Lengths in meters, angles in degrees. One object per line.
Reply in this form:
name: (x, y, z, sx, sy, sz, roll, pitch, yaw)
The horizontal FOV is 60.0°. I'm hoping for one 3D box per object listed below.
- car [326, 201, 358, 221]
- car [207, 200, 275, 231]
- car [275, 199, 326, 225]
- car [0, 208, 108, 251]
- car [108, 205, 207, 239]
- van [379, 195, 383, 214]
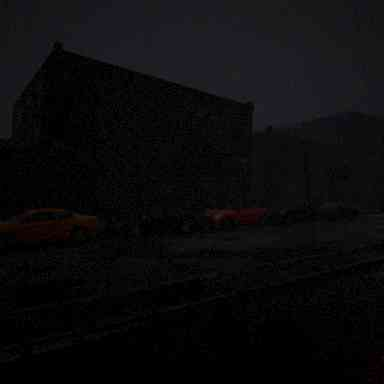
car: (11.606, 1.481, 26.928, 4.674, 1.452, 2.002, 0, 0, -36)
car: (2.550, 1.320, 20.429, 4.553, 1.767, 2.185, 0, 0, -36)
car: (7.039, 1.318, 23.650, 4.553, 1.767, 2.185, 0, 0, -36)
car: (-6.450, 1.450, 13.972, 5.008, 1.535, 2.097, 0, 0, -36)
car: (-1.960, 1.449, 17.194, 4.892, 1.521, 2.231, 0, 0, -36)
van: (20.488, 1.210, 33.300, 4.442, 1.987, 1.878, 0, 0, -36)
